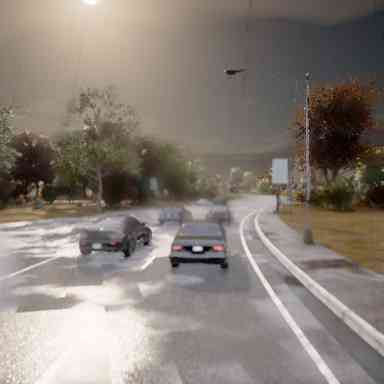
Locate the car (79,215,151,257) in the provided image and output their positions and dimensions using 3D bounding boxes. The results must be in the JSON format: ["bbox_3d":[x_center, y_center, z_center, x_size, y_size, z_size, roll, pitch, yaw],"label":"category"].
[{"bbox_3d":[-2.972,1.664,13.509,1.812,1.442,4.674,0,0,6],"label":"car"}]

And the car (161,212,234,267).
[{"bbox_3d":[0.369,1.672,11.895,2.033,1.411,5.357,0,-1,5],"label":"car"}]

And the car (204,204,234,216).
[{"bbox_3d":[2.356,1.882,26.953,1.895,1.301,4.718,0,-1,11],"label":"car"}]

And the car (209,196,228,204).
[{"bbox_3d":[5.675,1.832,65.674,2.150,2.045,5.566,0,0,18],"label":"car"}]

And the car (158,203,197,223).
[{"bbox_3d":[-1.241,1.822,26.837,2.033,1.411,5.357,0,-1,11],"label":"car"}]

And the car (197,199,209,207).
[{"bbox_3d":[2.243,2.139,66.442,1.812,1.442,4.674,0,0,19],"label":"car"}]
